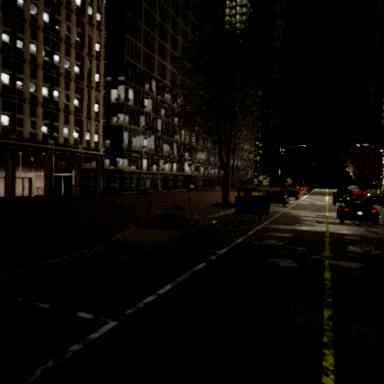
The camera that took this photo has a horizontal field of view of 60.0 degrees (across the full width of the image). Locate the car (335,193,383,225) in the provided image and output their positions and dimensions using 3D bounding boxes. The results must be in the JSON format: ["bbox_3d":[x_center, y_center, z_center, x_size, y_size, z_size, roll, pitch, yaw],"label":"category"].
[{"bbox_3d":[9.727,1.053,19.632,1.994,1.385,4.181,3,3,22],"label":"car"}]

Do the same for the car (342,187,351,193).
[{"bbox_3d":[37.156,-0.523,80.023,1.802,1.307,4.206,3,3,22],"label":"car"}]

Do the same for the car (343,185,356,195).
[{"bbox_3d":[32.890,-0.495,69.517,2.192,1.841,5.009,3,3,22],"label":"car"}]

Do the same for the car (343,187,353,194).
[{"bbox_3d":[35.084,-0.437,74.931,1.752,1.417,4.829,3,3,22],"label":"car"}]

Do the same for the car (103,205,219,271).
[{"bbox_3d":[-0.584,1.089,9.547,1.752,1.417,4.829,3,3,22],"label":"car"}]

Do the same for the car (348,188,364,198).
[{"bbox_3d":[26.471,0.175,53.784,1.887,1.381,4.507,3,3,22],"label":"car"}]

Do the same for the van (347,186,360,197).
[{"bbox_3d":[28.614,-0.175,59.023,1.690,1.788,3.998,3,3,22],"label":"van"}]

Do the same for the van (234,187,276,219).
[{"bbox_3d":[3.761,0.608,20.192,1.690,1.788,3.998,3,3,22],"label":"van"}]

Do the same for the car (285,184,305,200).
[{"bbox_3d":[12.310,-0.004,41.181,2.192,1.841,5.009,3,3,22],"label":"car"}]

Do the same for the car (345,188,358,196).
[{"bbox_3d":[30.745,-0.113,64.279,2.008,1.369,4.403,3,3,22],"label":"car"}]

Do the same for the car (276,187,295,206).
[{"bbox_3d":[8.028,0.524,30.695,2.008,1.369,4.403,3,3,22],"label":"car"}]

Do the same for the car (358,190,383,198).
[{"bbox_3d":[17.922,0.766,32.794,2.008,1.369,4.403,3,3,22],"label":"car"}]

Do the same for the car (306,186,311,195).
[{"bbox_3d":[18.714,-0.214,56.934,1.887,1.381,4.507,3,3,22],"label":"car"}]

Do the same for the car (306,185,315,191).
[{"bbox_3d":[31.537,-1.060,88.420,1.802,1.307,4.206,3,3,22],"label":"car"}]

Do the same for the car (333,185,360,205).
[{"bbox_3d":[15.793,0.425,34.493,2.097,1.767,4.553,3,2,23],"label":"car"}]
